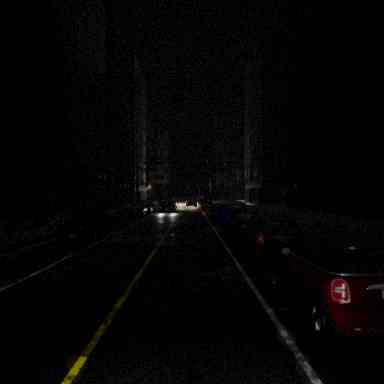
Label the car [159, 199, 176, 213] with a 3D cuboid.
[{"bbox_3d":[-3.110,1.931,42.928,1.837,1.490,4.892,0,-1,0],"label":"car"}]

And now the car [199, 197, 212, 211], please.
[{"bbox_3d":[2.327,1.939,48.644,1.801,1.575,5.366,0,-1,0],"label":"car"}]

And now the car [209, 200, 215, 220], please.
[{"bbox_3d":[2.838,1.730,29.283,1.967,1.590,4.097,0,-1,0],"label":"car"}]

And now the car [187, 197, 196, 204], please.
[{"bbox_3d":[-0.038,2.017,82.124,2.097,1.767,4.553,0,-1,0],"label":"car"}]

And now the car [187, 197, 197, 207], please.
[{"bbox_3d":[-0.031,2.232,67.039,1.994,1.385,4.181,0,-1,0],"label":"car"}]

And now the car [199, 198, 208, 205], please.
[{"bbox_3d":[2.815,2.227,80.118,1.967,1.590,4.097,0,-1,0],"label":"car"}]

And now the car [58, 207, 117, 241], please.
[{"bbox_3d":[-5.681,1.744,17.977,1.947,1.339,4.313,0,-1,0],"label":"car"}]

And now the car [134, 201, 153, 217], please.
[{"bbox_3d":[-5.689,1.896,34.922,2.008,1.369,4.403,0,-1,0],"label":"car"}]

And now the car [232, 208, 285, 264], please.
[{"bbox_3d":[2.845,1.562,12.338,1.967,1.590,4.097,0,-1,0],"label":"car"}]

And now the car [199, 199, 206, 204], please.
[{"bbox_3d":[2.811,2.469,91.414,1.802,1.307,4.206,0,0,0],"label":"car"}]

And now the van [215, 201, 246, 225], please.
[{"bbox_3d":[2.839,1.575,23.635,1.690,1.788,3.998,0,-1,0],"label":"van"}]

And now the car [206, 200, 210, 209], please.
[{"bbox_3d":[2.835,1.890,34.930,1.887,1.381,4.507,0,-1,0],"label":"car"}]

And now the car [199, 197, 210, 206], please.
[{"bbox_3d":[2.817,2.050,74.471,2.192,1.841,5.009,0,-1,0],"label":"car"}]

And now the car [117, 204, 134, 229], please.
[{"bbox_3d":[-5.684,1.778,23.625,1.887,1.381,4.507,0,-1,0],"label":"car"}]

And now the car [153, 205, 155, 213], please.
[{"bbox_3d":[-5.693,1.841,40.572,1.967,1.590,4.097,0,-1,0],"label":"car"}]

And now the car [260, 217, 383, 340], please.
[{"bbox_3d":[2.848,1.507,6.690,1.967,1.590,4.097,0,-1,0],"label":"car"}]

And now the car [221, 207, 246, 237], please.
[{"bbox_3d":[2.844,1.723,17.985,1.887,1.381,4.507,0,-1,0],"label":"car"}]
